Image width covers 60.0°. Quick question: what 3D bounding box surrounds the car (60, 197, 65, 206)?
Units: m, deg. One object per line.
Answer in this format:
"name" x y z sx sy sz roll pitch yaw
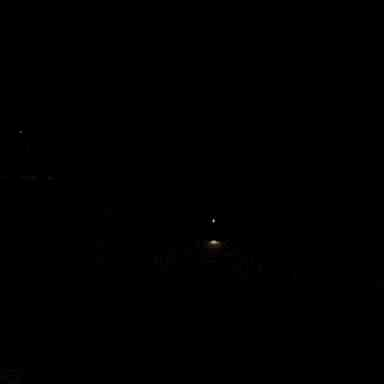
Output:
"car" -16.251 1.130 44.569 2.008 1.369 4.403 2 2 35

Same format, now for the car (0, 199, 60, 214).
"car" -15.240 1.340 31.292 2.008 1.369 4.403 2 2 35

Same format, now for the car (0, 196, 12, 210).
"car" -22.385 1.231 35.954 1.752 1.417 4.829 2 2 35

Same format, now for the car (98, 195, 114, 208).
"car" -9.002 1.243 40.054 1.802 1.307 4.206 2 2 35

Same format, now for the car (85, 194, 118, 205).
"car" -13.235 1.081 48.807 1.947 1.339 4.313 2 2 35
